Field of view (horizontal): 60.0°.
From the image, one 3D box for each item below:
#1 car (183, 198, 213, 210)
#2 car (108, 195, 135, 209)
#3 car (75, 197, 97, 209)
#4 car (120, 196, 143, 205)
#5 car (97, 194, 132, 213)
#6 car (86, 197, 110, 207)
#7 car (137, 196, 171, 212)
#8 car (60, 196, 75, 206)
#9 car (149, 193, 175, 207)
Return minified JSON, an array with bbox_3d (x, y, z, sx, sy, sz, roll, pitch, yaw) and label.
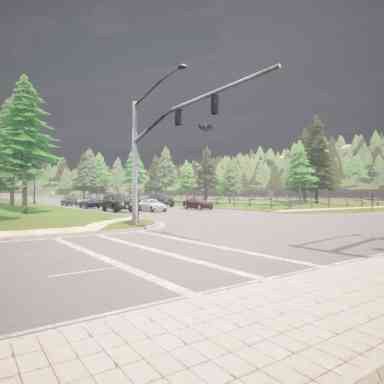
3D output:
[{"bbox_3d":[0.734,1.478,42.888,1.882,1.535,5.008,0,0,-35],"label":"car"},{"bbox_3d":[-9.707,1.352,45.570,2.097,1.767,4.553,0,0,-35],"label":"car"},{"bbox_3d":[-14.148,1.601,45.801,1.895,1.301,4.718,0,0,-35],"label":"car"},{"bbox_3d":[-10.965,1.547,59.583,2.033,1.411,5.357,0,0,-35],"label":"car"},{"bbox_3d":[-8.522,1.221,37.813,2.150,2.045,5.566,0,0,-36],"label":"car"},{"bbox_3d":[-15.163,1.547,53.341,2.033,1.411,5.357,0,0,-35],"label":"car"},{"bbox_3d":[-4.653,1.526,38.412,1.812,1.442,4.674,0,0,-35],"label":"car"},{"bbox_3d":[-20.070,1.505,54.254,1.837,1.490,4.892,0,0,-35],"label":"car"},{"bbox_3d":[-4.842,1.221,50.820,2.150,2.045,5.566,0,0,-35],"label":"car"}]
